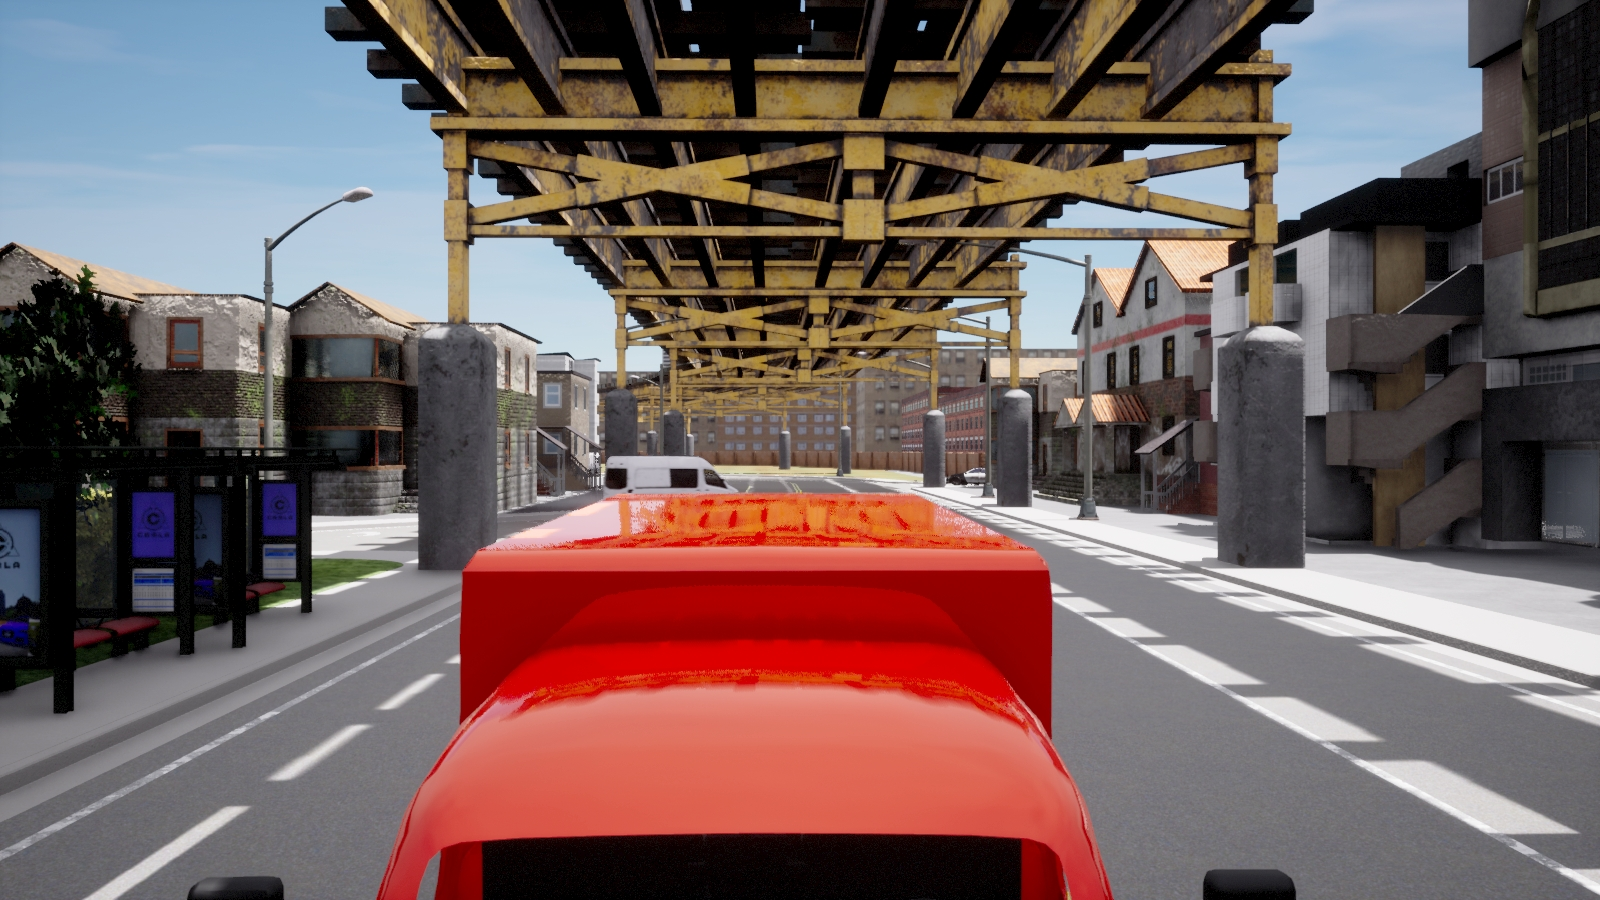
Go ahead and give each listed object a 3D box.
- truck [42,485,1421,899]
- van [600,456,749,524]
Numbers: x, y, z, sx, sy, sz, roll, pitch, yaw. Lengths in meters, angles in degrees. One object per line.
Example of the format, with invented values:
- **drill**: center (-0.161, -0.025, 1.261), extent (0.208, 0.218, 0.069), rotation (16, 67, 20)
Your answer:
- **truck**: center (-0.168, 1.543, 4.816), extent (2.627, 2.467, 5.204), rotation (0, 2, -1)
- **van**: center (-4.949, 1.534, 45.899), extent (5.915, 2.561, 1.988), rotation (0, 0, -42)
